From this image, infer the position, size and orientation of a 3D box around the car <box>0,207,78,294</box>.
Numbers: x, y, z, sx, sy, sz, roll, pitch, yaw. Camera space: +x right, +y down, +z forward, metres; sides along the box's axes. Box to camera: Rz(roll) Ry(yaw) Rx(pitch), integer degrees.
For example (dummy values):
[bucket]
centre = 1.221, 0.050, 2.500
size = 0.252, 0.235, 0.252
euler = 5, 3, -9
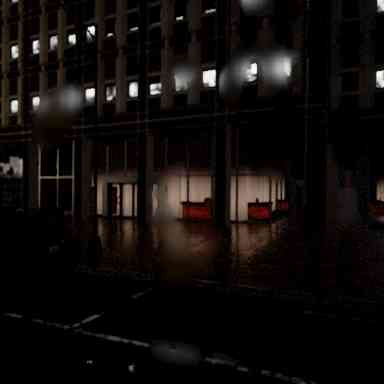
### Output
[car]
centre = -5.158, 1.313, 8.247
size = 5.009, 1.841, 2.192
euler = 0, 1, 25
